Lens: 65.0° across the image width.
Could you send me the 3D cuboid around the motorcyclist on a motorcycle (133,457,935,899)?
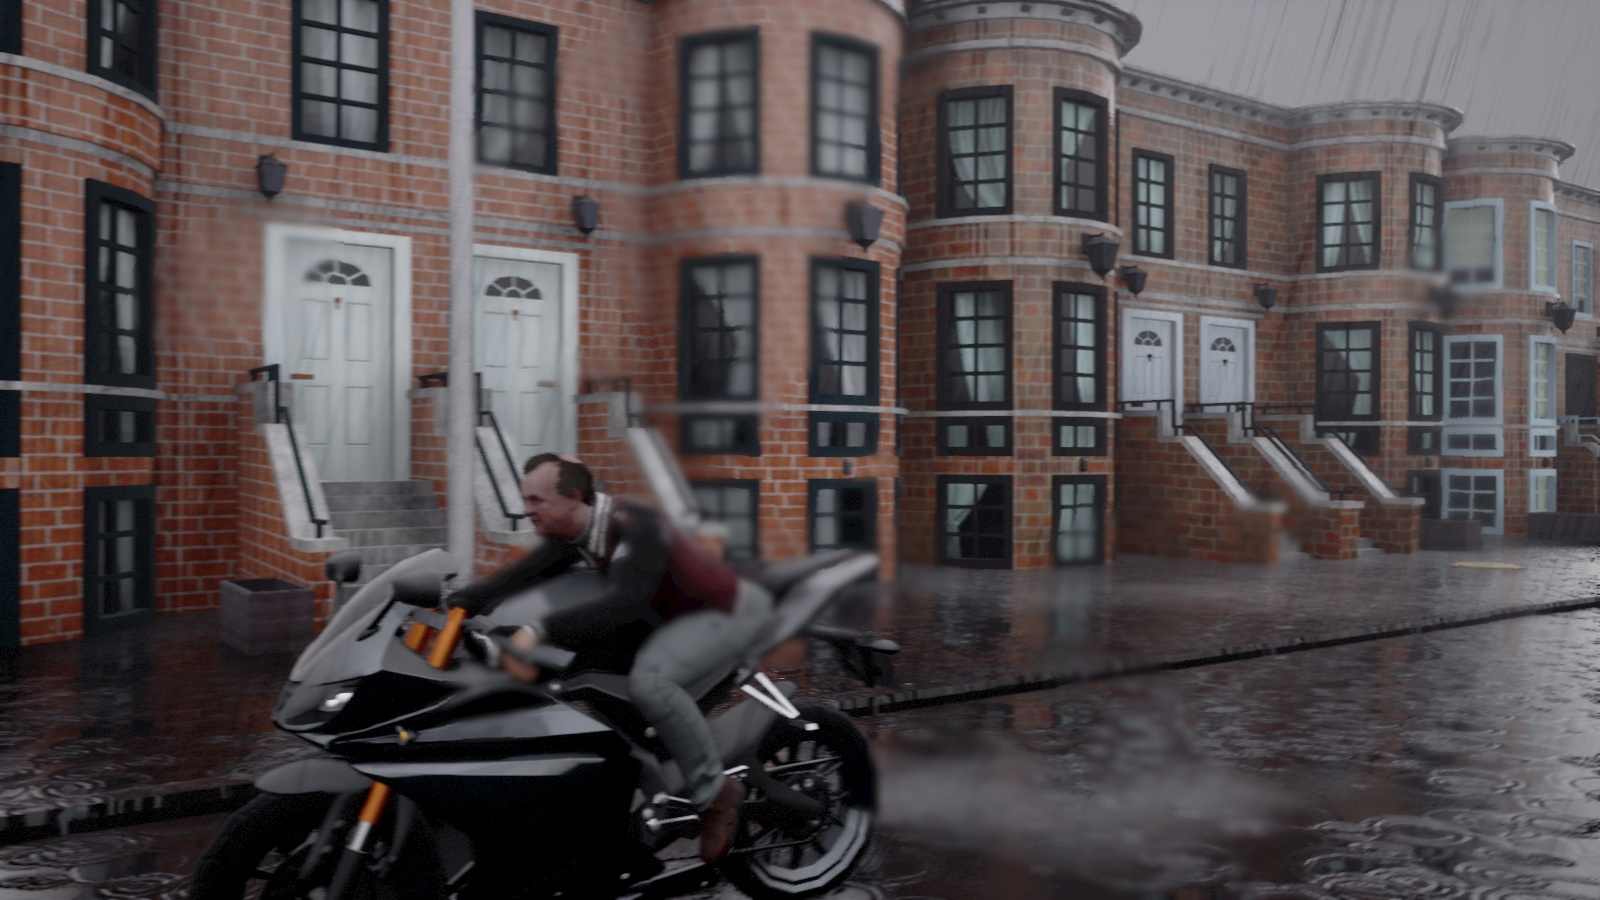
[{"bbox_3d":[-0.713,0.791,3.772,2.191,1.530,0.866,0,0,-35],"label":"motorcyclist on a motorcycle"}]
